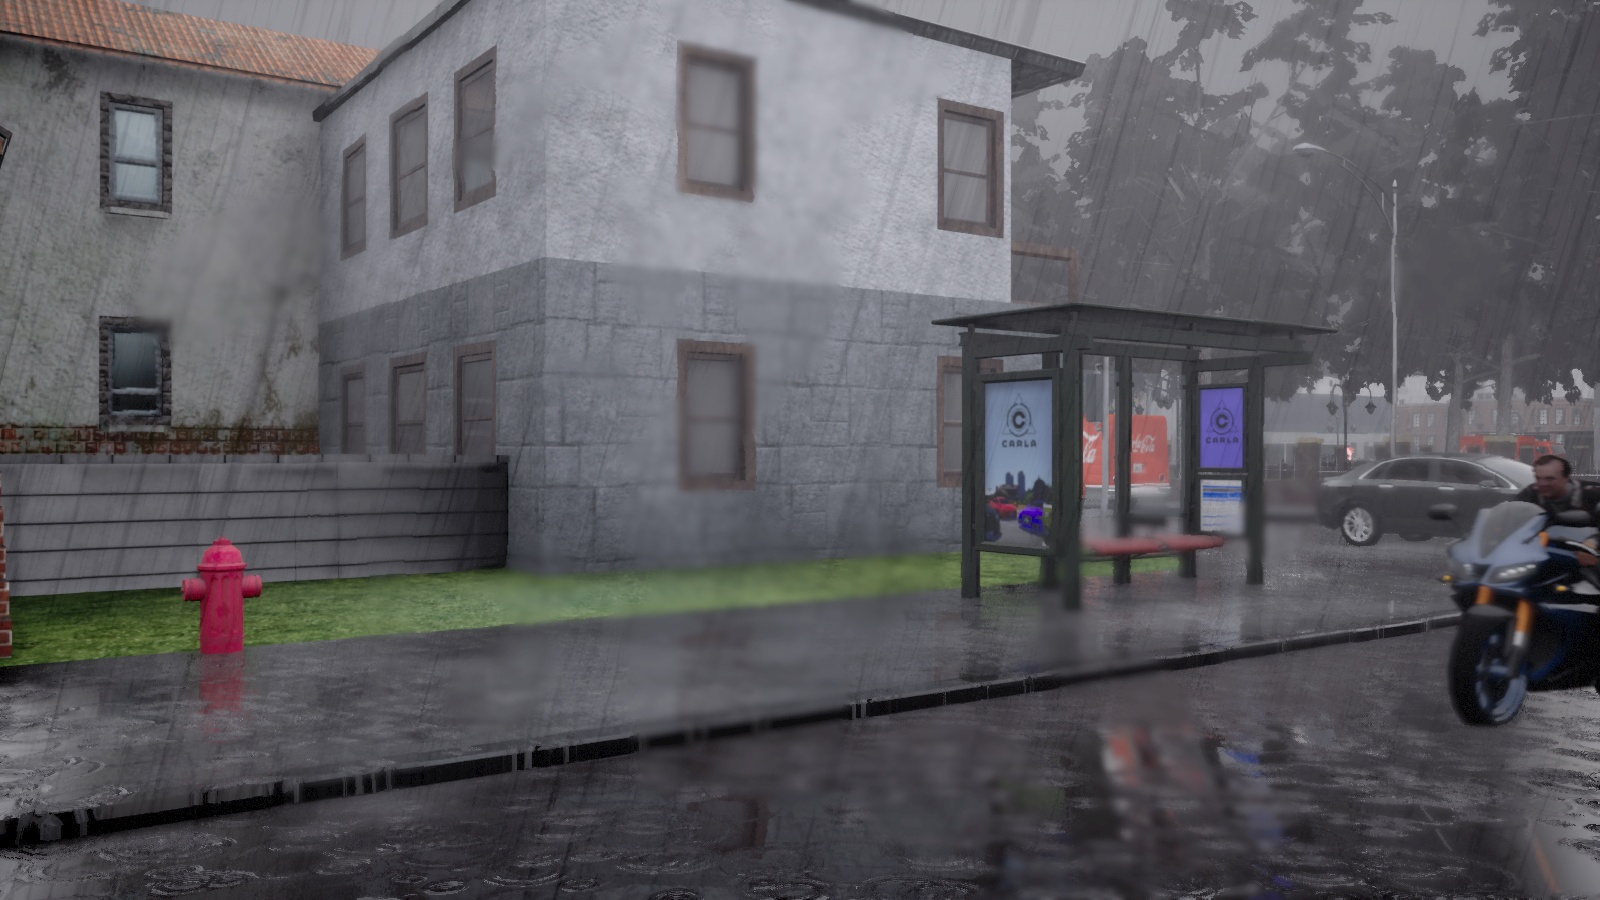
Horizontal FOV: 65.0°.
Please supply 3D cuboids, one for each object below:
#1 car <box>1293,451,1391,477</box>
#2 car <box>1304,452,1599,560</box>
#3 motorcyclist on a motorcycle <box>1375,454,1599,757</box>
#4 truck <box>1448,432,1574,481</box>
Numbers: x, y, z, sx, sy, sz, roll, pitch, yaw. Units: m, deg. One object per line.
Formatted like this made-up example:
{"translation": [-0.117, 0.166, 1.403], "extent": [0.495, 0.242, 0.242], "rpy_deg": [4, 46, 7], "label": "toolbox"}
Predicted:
{"translation": [32.083, 0.815, 74.473], "extent": [2.128, 1.511, 4.902], "rpy_deg": [0, 0, -35], "label": "car"}
{"translation": [10.556, 0.775, 19.497], "extent": [1.837, 1.490, 4.892], "rpy_deg": [0, 0, -34], "label": "car"}
{"translation": [4.387, 0.788, 7.321], "extent": [2.191, 1.530, 0.866], "rpy_deg": [0, 0, -34], "label": "motorcyclist on a motorcycle"}
{"translation": [37.658, 0.341, 66.607], "extent": [2.627, 2.467, 5.204], "rpy_deg": [0, 0, -35], "label": "truck"}
